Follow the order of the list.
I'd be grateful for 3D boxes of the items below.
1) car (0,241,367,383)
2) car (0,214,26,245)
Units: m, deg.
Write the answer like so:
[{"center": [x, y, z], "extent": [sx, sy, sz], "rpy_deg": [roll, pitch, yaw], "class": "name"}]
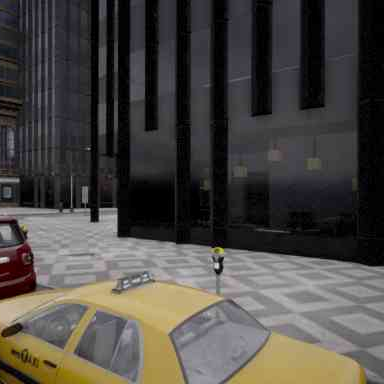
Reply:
[{"center": [-0.803, 1.525, 3.524], "extent": [4.829, 1.417, 1.752], "rpy_deg": [0, 0, 35], "class": "car"}, {"center": [-5.097, 1.314, 6.552], "extent": [5.009, 1.841, 2.192], "rpy_deg": [0, 0, 35], "class": "car"}]
